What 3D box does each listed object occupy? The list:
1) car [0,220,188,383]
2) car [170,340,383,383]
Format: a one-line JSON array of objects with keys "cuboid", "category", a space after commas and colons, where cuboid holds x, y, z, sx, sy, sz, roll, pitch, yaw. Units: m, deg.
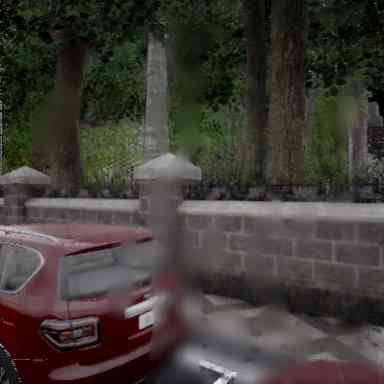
[{"cuboid": [-2.374, 1.333, 4.654, 5.009, 1.841, 2.192, 0, 0, 35], "category": "car"}, {"cuboid": [2.125, 1.578, 1.445, 4.206, 1.307, 1.802, 0, 0, 35], "category": "car"}]
